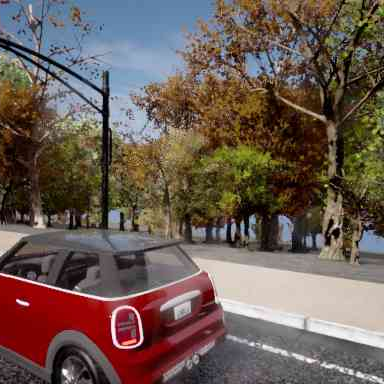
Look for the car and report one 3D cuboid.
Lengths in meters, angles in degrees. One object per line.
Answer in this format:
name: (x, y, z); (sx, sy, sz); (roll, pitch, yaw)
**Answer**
car: (-1.832, 1.351, 4.992); (4.553, 1.767, 2.097); (0, 0, 36)
